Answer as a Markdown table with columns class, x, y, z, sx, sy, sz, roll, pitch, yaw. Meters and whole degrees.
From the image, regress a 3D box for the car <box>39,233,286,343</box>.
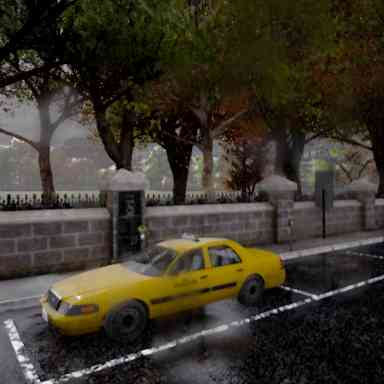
| class | x | y | z | sx | sy | sz | roll | pitch | yaw |
| --- | --- | --- | --- | --- | --- | --- | --- | --- | --- |
| car | -0.251 | 1.517 | 6.396 | 4.829 | 1.417 | 1.752 | 0 | 0 | -36 |
